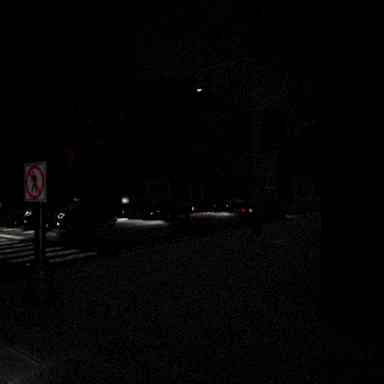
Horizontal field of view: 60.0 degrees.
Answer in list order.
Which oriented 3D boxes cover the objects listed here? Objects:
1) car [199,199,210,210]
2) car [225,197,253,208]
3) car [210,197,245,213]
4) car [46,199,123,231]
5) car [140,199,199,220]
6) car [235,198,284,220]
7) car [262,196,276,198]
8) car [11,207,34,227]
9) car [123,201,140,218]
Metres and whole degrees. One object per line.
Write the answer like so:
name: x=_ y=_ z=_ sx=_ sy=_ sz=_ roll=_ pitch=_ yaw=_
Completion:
car: x=0.768 y=1.445 z=37.072 sx=2.033 sy=1.411 sz=5.357 roll=0 pitch=0 yaw=35
car: x=6.467 y=1.419 z=45.066 sx=1.994 sy=1.385 sz=4.181 roll=0 pitch=0 yaw=36
car: x=4.199 y=1.408 z=36.284 sx=1.812 sy=1.442 sz=4.674 roll=0 pitch=0 yaw=36
car: x=-6.892 y=1.315 z=20.621 sx=2.097 sy=1.767 sz=4.553 roll=0 pitch=0 yaw=35
car: x=-1.756 y=1.431 z=27.876 sx=1.837 sy=1.490 sz=4.892 roll=0 pitch=0 yaw=35
car: x=5.861 y=1.438 z=27.043 sx=2.033 sy=1.411 sz=5.357 roll=0 pitch=0 yaw=35
car: x=10.238 y=1.342 z=44.788 sx=1.837 sy=1.490 sz=4.892 roll=0 pitch=0 yaw=34
car: x=-9.616 y=1.325 z=22.400 sx=2.097 sy=1.767 sz=4.553 roll=0 pitch=0 yaw=35
car: x=-4.626 y=1.501 z=29.459 sx=1.994 sy=1.385 sz=4.181 roll=0 pitch=0 yaw=35
